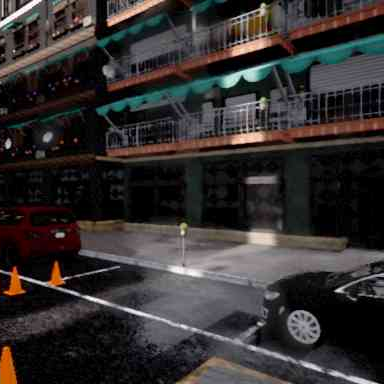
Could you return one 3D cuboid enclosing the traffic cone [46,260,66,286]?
[{"bbox_3d":[-3.433,2.013,8.394,0.340,0.580,0.340,0,-1,37],"label":"traffic cone"}]

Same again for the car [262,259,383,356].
[{"bbox_3d":[3.166,1.616,4.706,4.403,1.369,2.008,0,-1,37],"label":"car"}]

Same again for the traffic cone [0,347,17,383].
[{"bbox_3d":[-2.010,1.979,3.602,0.340,0.580,0.340,0,-1,37],"label":"traffic cone"}]

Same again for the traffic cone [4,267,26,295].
[{"bbox_3d":[-4.029,2.002,7.591,0.340,0.580,0.340,0,-1,37],"label":"traffic cone"}]

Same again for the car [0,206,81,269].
[{"bbox_3d":[-5.885,1.384,11.428,5.009,1.841,2.192,0,-1,37],"label":"car"}]
